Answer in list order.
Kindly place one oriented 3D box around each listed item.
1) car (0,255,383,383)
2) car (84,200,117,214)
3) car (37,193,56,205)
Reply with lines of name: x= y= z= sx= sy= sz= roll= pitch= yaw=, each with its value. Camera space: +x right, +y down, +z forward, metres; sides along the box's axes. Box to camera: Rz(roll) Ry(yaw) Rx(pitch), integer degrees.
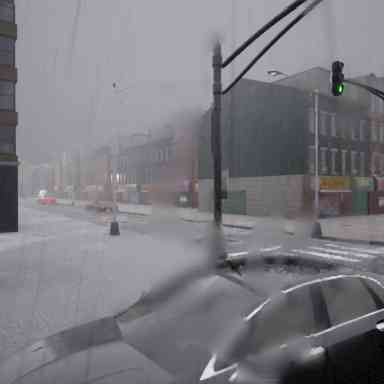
car: x=0.568 y=1.505 z=3.393 sx=4.892 sy=1.490 sz=1.837 roll=0 pitch=-2 yaw=-30
car: x=-9.445 y=1.490 z=34.058 sx=1.895 sy=1.301 sz=4.718 roll=0 pitch=0 yaw=-36
car: x=-23.370 y=1.167 z=53.505 sx=2.097 sy=1.767 sz=4.553 roll=0 pitch=1 yaw=-35
